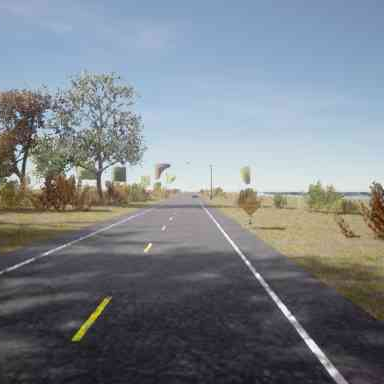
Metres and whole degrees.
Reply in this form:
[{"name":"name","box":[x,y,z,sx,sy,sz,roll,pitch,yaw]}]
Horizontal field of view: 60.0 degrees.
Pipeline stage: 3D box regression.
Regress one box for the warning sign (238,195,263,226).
[{"name":"warning sign","box":[3.545,1.100,20.275,1.300,1.860,1.060,0,0,0]}]
